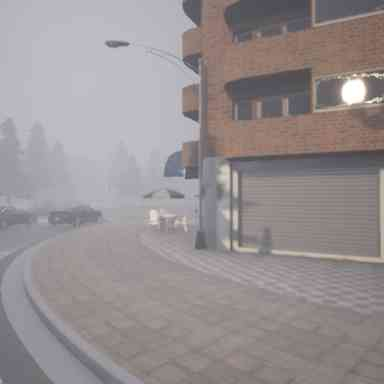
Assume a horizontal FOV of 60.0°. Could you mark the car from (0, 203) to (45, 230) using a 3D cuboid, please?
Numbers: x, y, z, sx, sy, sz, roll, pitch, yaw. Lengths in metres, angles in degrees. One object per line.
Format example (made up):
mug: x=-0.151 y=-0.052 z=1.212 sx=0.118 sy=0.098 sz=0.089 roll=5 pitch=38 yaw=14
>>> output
car: x=-12.552 y=1.682 z=22.590 sx=2.128 sy=1.511 sz=4.902 roll=0 pitch=-1 yaw=6

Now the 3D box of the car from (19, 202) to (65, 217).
car: x=-15.971 y=1.862 z=35.634 sx=1.994 sy=1.385 sz=4.181 roll=0 pitch=-1 yaw=24

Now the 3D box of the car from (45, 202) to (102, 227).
car: x=-8.586 y=1.684 z=24.907 sx=1.882 sy=1.535 sz=5.008 roll=-1 pitch=-1 yaw=13

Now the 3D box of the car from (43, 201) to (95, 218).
car: x=-12.643 y=1.778 z=34.540 sx=2.128 sy=1.511 sz=4.902 roll=0 pitch=-1 yaw=25
